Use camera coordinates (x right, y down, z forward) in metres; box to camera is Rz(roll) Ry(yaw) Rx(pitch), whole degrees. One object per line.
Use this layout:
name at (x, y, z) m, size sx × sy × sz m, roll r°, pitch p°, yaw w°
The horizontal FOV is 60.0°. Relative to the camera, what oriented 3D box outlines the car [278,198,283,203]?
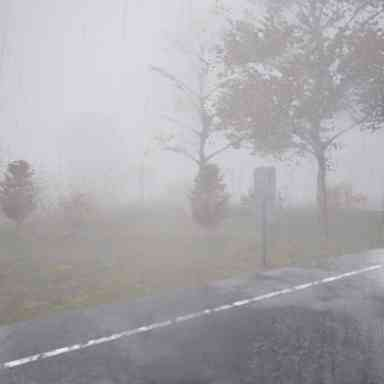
car at (12.853, 1.151, 54.663) m, size 1.994 × 1.385 × 4.181 m, roll -1°, pitch 1°, yaw -35°
